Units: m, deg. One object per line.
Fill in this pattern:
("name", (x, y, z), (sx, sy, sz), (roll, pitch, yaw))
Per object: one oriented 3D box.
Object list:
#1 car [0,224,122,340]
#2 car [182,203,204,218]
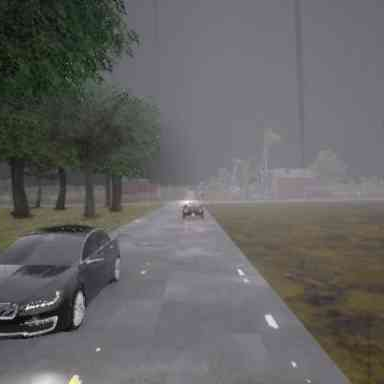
("car", (-2.751, 1.511, 6.914), (1.837, 1.490, 4.892), (0, 0, 0))
("car", (0.103, 1.650, 30.690), (1.895, 1.301, 4.718), (0, 0, 0))
